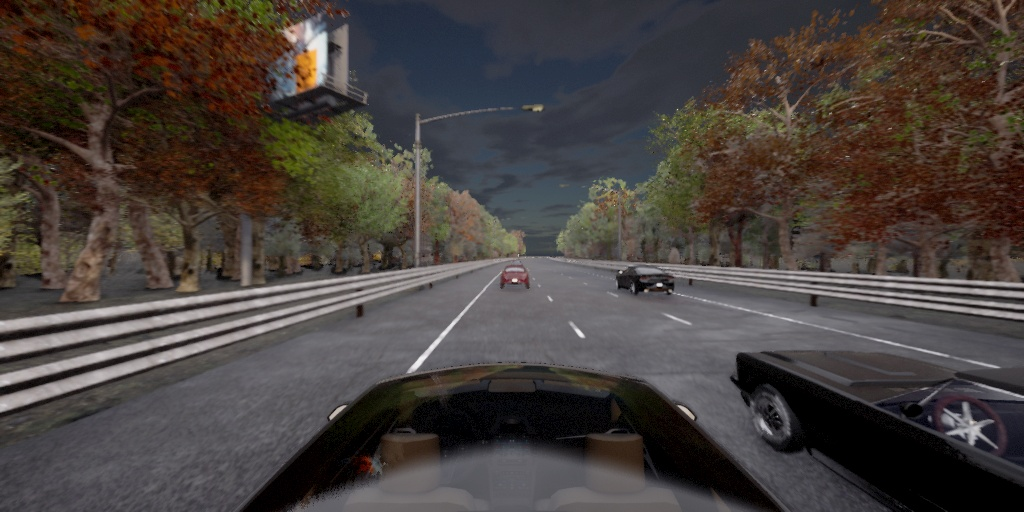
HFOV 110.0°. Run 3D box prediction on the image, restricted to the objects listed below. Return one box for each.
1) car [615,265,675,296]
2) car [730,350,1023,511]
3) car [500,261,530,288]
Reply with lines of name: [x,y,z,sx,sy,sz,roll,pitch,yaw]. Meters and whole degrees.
car: [7.154,1.254,19.820,1.882,1.535,5.008,0,0,1]
car: [3.576,1.355,2.207,1.895,1.301,4.718,0,0,0]
car: [0.195,1.298,23.924,1.812,1.442,4.674,0,0,1]
